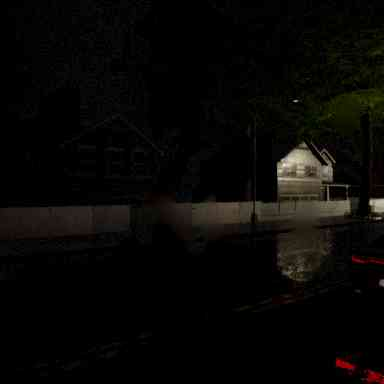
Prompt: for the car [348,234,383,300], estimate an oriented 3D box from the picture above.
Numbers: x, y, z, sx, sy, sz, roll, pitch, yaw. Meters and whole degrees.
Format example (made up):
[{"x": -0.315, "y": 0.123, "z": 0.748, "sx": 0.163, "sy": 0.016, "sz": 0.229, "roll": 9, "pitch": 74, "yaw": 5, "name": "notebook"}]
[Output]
[{"x": 5.474, "y": 1.477, "z": 7.348, "sx": 5.008, "sy": 1.535, "sz": 1.882, "roll": 0, "pitch": 0, "yaw": -36, "name": "car"}]
